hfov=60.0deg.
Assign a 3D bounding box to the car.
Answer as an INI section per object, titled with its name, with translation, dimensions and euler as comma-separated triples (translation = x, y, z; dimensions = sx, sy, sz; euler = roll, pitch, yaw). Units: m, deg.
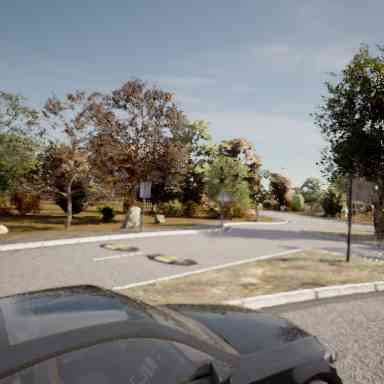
[car]
translation = -0.767, 1.528, 2.623
dimensions = 4.674, 1.442, 1.812
euler = 1, 0, -34
